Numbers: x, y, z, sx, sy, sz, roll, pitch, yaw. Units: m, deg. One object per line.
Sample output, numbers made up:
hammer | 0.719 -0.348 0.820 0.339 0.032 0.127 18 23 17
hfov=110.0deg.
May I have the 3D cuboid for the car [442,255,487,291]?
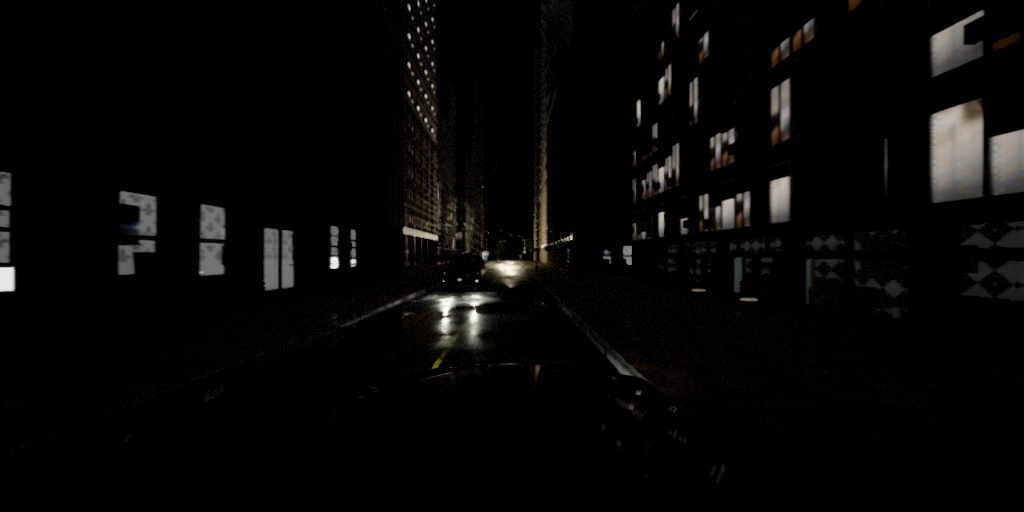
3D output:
car | -2.789 0.928 22.047 2.150 2.045 5.566 0 0 1
